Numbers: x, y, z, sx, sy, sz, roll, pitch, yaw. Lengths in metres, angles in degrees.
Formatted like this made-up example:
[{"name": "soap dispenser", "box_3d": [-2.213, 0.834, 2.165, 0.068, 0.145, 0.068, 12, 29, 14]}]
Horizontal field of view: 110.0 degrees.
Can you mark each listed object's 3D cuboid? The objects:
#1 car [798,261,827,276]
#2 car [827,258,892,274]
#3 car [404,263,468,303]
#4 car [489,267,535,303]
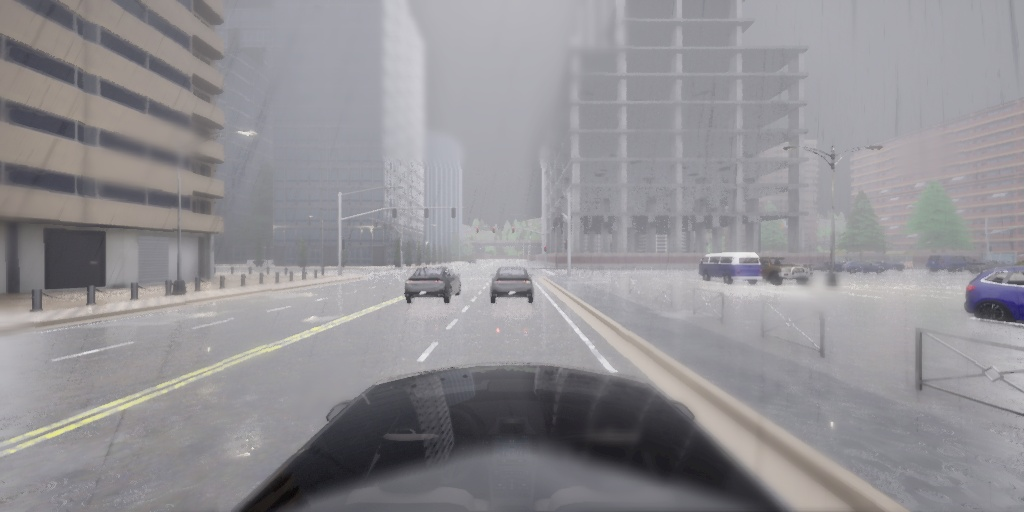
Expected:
[{"name": "car", "box_3d": [37.507, 1.257, 42.288, 5.357, 1.411, 2.033, 0, 0, 0]}, {"name": "car", "box_3d": [37.519, 1.227, 38.788, 4.674, 1.442, 1.812, 0, 0, 0]}, {"name": "car", "box_3d": [-3.500, 1.243, 16.500, 2.128, 1.511, 4.902, 0, 0, 0]}, {"name": "car", "box_3d": [0.000, 1.243, 16.500, 2.128, 1.511, 4.902, 0, 0, 0]}]
